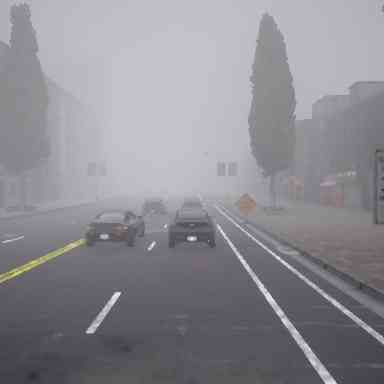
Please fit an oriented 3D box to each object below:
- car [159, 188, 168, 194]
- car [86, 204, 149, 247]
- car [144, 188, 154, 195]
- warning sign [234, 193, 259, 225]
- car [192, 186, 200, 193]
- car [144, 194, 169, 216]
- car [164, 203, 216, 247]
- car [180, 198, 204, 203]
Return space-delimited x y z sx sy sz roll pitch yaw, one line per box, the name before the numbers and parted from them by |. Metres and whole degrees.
car | -6.501 -0.157 75.925 2.033 1.411 5.357 0 2 0
car | -3.250 1.469 14.645 1.812 1.442 4.674 0 0 0
car | -9.751 -0.197 75.924 1.837 1.490 4.892 0 2 0
warning sign | 3.212 1.004 19.832 1.300 1.860 1.060 -1 0 0
car | 1.137 -0.788 89.775 2.097 1.767 4.553 0 2 0
car | -3.250 1.260 29.639 1.837 1.490 4.892 0 1 0
car | 0.000 1.452 14.645 1.837 1.490 4.892 0 0 0
car | 0.000 1.260 29.639 1.837 1.490 4.892 0 1 0
